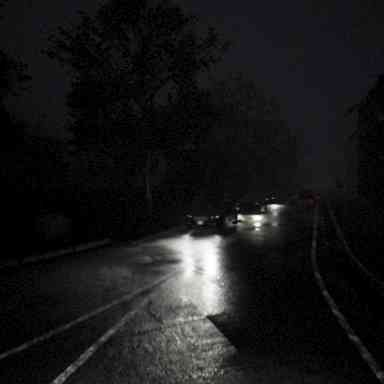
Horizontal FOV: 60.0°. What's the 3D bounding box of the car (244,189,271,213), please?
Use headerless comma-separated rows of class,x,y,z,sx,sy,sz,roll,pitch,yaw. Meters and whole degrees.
car,5.054,0.791,27.728,1.882,1.535,5.008,1,2,21

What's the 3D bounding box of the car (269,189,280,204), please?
car,8.760,0.492,37.354,1.837,1.490,4.892,1,2,21

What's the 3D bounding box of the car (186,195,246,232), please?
car,1.192,1.099,17.657,2.128,1.511,4.902,1,2,20

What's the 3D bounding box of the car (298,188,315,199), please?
car,15.821,0.124,45.938,1.882,1.535,5.008,1,3,22
